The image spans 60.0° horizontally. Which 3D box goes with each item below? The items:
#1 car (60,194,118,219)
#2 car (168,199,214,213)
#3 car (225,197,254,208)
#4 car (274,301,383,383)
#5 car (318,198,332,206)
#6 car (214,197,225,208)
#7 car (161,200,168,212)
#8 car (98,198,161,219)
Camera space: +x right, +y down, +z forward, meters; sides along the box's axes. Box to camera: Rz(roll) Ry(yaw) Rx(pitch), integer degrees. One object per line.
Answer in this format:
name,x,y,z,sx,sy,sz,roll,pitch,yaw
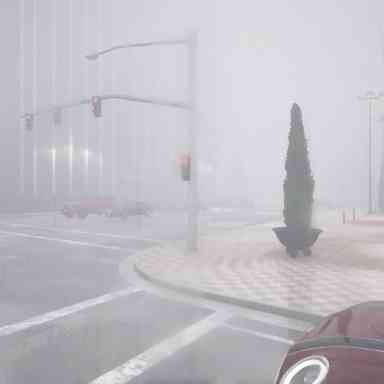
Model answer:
car,-8.944,1.221,29.907,2.150,2.045,5.566,0,0,35
car,0.012,1.491,36.648,2.128,1.511,4.902,0,0,35
car,7.114,1.492,46.816,2.128,1.511,4.902,0,0,35
car,2.793,1.352,1.978,4.553,1.767,2.097,0,0,36
car,21.843,1.600,55.408,1.895,1.301,4.718,0,0,35
car,4.078,1.477,48.577,1.882,1.535,5.008,0,0,35
car,-3.241,1.563,38.094,1.994,1.385,4.181,0,0,35
car,-5.349,1.491,28.958,2.128,1.511,4.902,0,0,35
